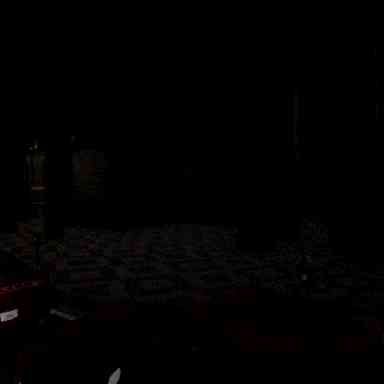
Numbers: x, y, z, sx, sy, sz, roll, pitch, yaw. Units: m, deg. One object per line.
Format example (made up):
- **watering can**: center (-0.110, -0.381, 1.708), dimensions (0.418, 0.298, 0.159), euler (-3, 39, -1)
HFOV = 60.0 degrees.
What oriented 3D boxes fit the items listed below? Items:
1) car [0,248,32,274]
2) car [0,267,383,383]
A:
- **car**: center (-4.286, 1.493, 5.635), dimensions (4.507, 1.381, 1.887), euler (0, 0, 33)
- **car**: center (0.430, 1.520, 2.573), dimensions (4.507, 1.381, 1.887), euler (0, 0, 33)
